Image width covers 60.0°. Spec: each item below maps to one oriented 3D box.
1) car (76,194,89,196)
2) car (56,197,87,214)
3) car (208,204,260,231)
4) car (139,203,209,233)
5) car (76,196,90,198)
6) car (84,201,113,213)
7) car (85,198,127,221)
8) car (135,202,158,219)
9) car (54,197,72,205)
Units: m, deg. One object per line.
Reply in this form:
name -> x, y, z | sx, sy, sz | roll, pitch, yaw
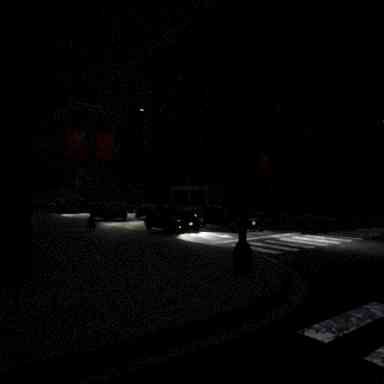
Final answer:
car -> -21.955, 1.474, 66.112 | 2.150, 2.045, 5.566 | 0, 0, -36
car -> -13.956, 1.640, 37.966 | 1.837, 1.490, 4.892 | 0, 0, -35
car -> 2.116, 1.544, 21.175 | 2.128, 1.511, 4.902 | 0, 0, -36
car -> -1.222, 1.615, 20.224 | 1.994, 1.385, 4.181 | 0, 0, -36
car -> -19.162, 1.814, 56.660 | 1.895, 1.301, 4.718 | 0, 0, -36
car -> -11.208, 1.741, 39.704 | 1.895, 1.301, 4.718 | 0, 0, -36
car -> -7.278, 1.569, 28.655 | 1.882, 1.535, 5.008 | 0, 0, -36
car -> -3.335, 1.614, 28.738 | 1.812, 1.442, 4.674 | 0, 0, -36
car -> -25.238, 1.740, 65.109 | 2.128, 1.511, 4.902 | 0, 0, -36
